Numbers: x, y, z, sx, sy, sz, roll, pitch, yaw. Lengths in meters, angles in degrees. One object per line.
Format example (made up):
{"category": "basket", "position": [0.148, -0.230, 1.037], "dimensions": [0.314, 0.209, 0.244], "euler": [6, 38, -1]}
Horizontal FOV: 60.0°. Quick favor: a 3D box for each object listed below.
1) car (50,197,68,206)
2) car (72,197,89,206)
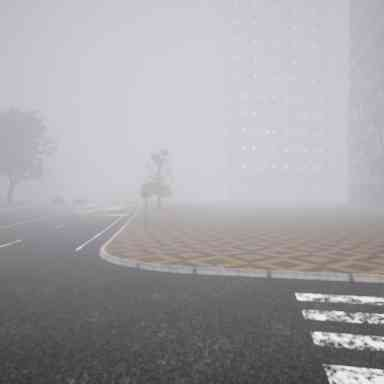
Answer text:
{"category": "car", "position": [-20.585, 1.409, 51.659], "dimensions": [1.994, 1.385, 4.181], "euler": [0, 0, -8]}
{"category": "car", "position": [-17.371, 1.430, 52.142], "dimensions": [1.994, 1.385, 4.181], "euler": [0, 0, -8]}
